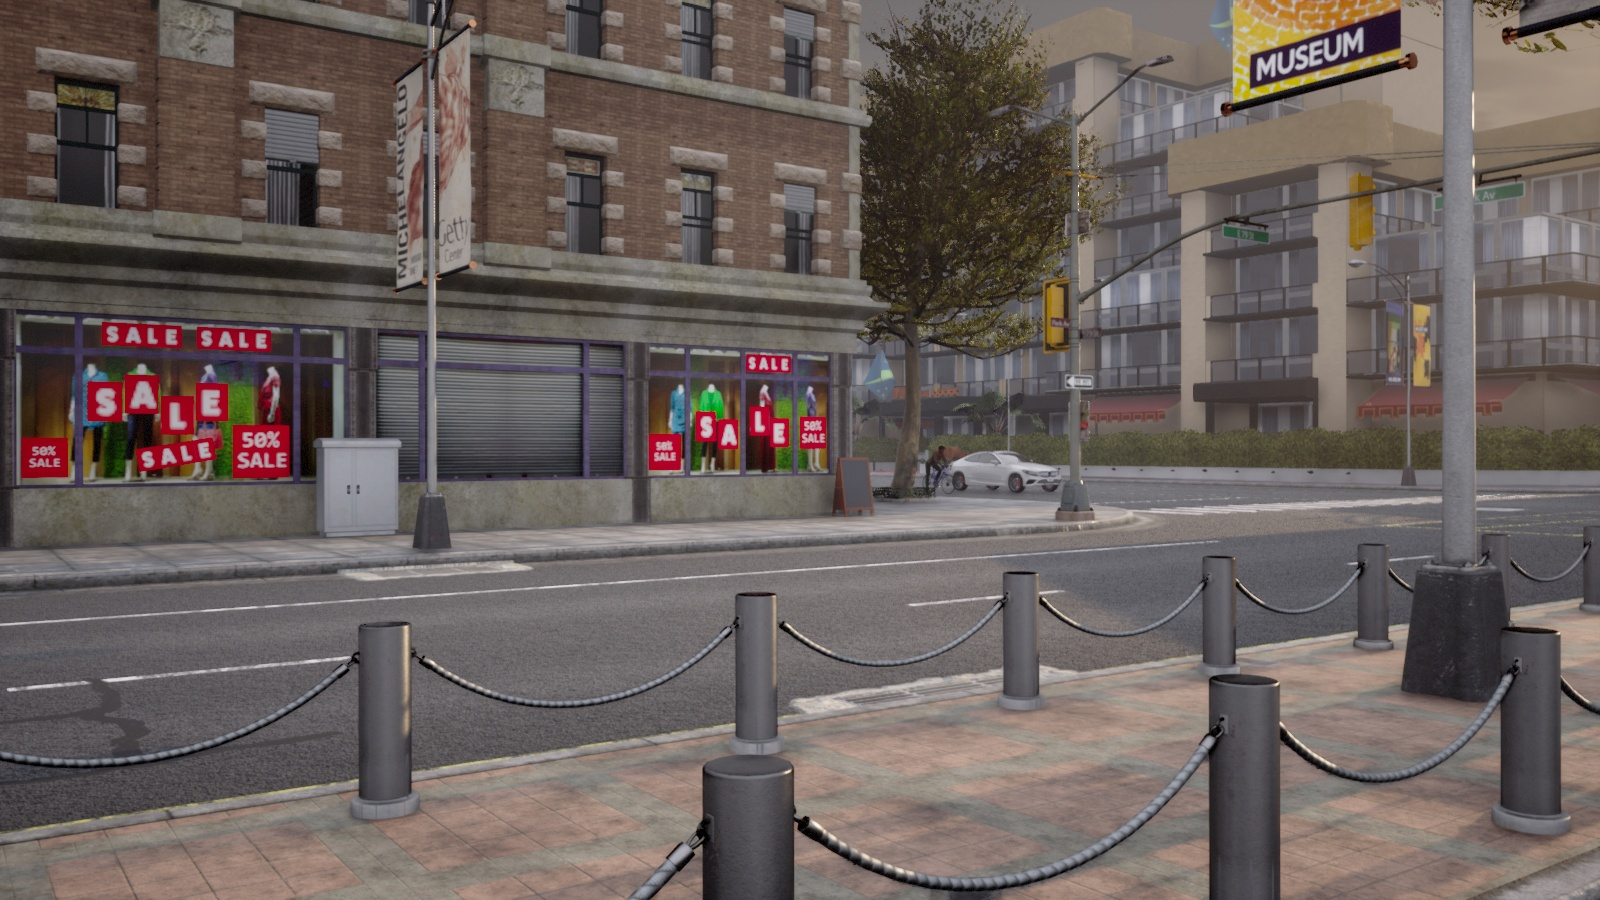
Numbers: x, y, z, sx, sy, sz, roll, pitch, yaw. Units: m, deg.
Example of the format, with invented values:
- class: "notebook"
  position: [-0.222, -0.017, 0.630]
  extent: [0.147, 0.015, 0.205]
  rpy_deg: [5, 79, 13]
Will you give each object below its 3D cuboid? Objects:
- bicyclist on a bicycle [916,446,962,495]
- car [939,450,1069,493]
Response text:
- class: "bicyclist on a bicycle"
  position: [4.634, 0.666, 42.019]
  extent: [0.582, 1.620, 1.656]
  rpy_deg: [0, 0, -35]
- class: "car"
  position: [7.156, 0.724, 44.517]
  extent: [1.812, 1.442, 4.674]
  rpy_deg: [0, 0, -35]
